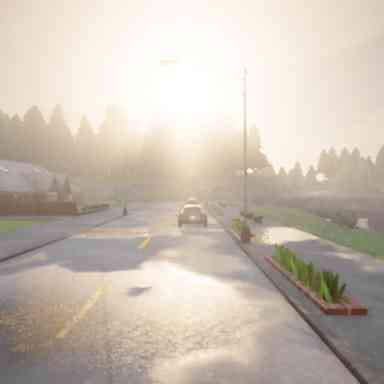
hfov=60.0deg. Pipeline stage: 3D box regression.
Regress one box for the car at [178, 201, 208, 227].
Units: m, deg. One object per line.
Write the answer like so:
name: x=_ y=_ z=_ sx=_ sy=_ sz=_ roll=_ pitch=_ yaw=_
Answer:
car: x=0.047 y=1.566 z=22.981 sx=1.994 sy=1.385 sz=4.181 roll=0 pitch=0 yaw=0

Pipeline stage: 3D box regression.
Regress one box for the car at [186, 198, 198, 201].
car: x=0.009 y=1.507 z=40.871 sx=1.837 sy=1.490 sz=4.892 roll=0 pitch=0 yaw=0
